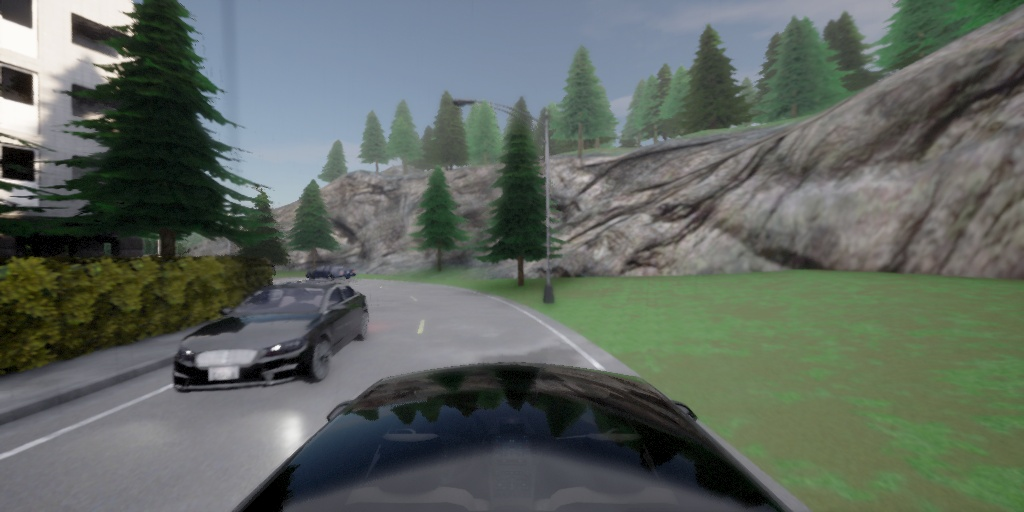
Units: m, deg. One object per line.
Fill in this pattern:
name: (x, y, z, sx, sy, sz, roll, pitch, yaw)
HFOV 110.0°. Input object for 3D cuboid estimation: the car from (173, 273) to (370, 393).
car: (-4.219, 1.293, 7.165, 2.128, 1.511, 4.902, -1, 0, -9)

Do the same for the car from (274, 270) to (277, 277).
car: (-26.977, 1.607, 37.933, 4.674, 1.442, 1.812, -1, 0, 23)

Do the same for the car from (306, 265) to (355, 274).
car: (-16.798, 1.505, 33.229, 5.357, 1.411, 2.033, -1, 0, 29)
